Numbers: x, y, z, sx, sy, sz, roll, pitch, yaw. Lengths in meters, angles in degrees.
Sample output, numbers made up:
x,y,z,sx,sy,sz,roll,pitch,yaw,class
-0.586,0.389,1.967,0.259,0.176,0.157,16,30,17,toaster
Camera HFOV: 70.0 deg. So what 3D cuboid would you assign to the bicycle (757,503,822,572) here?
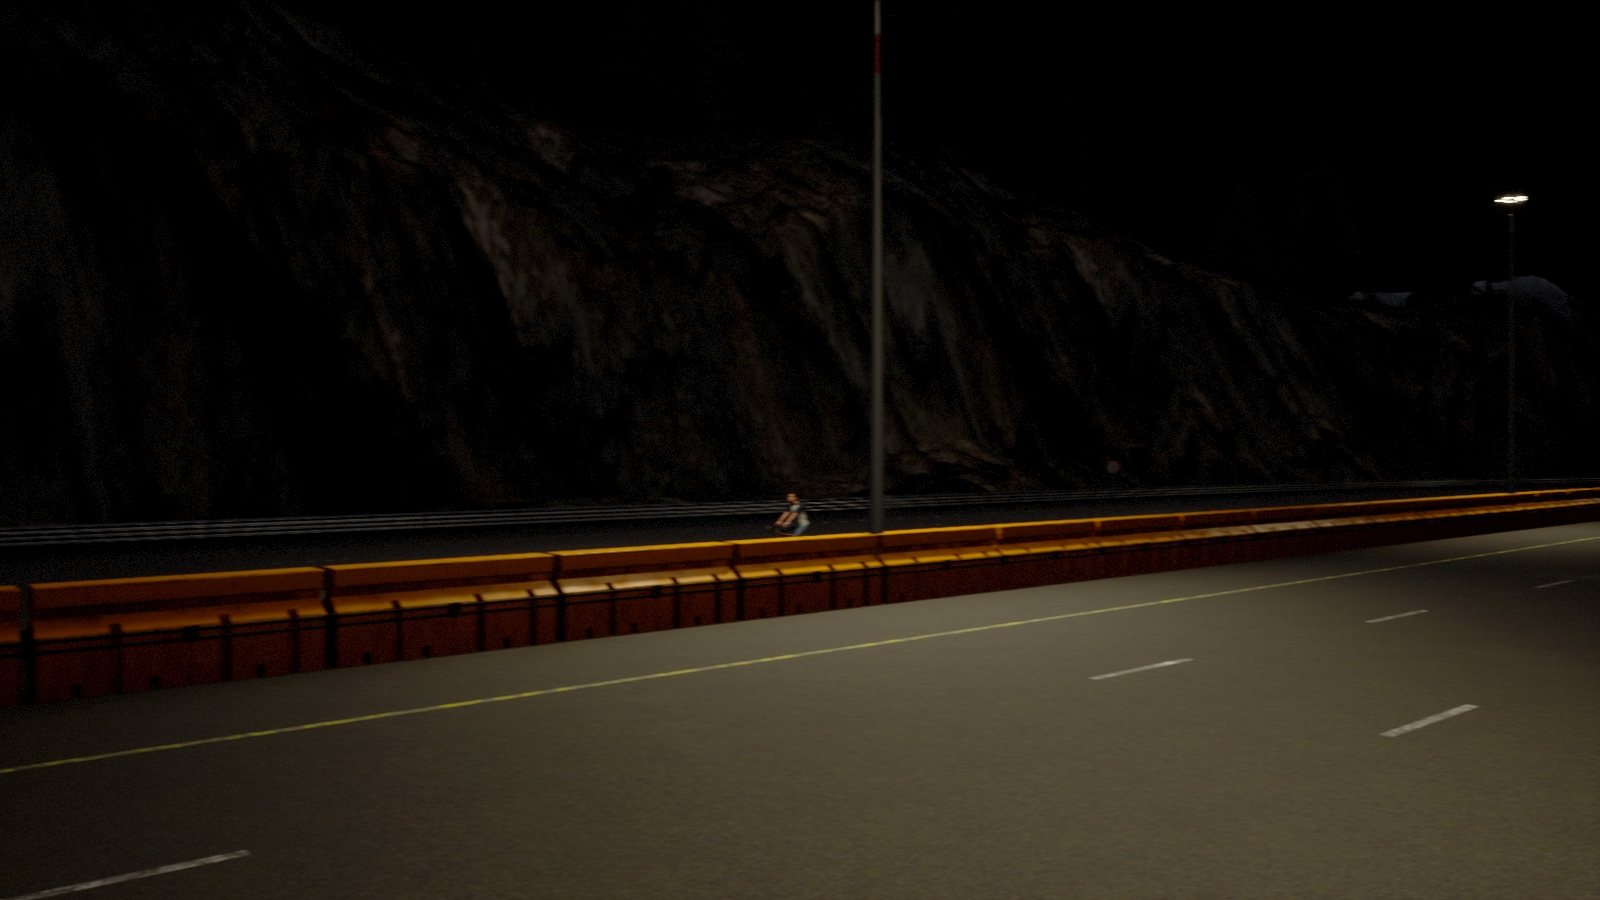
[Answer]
x,y,z,sx,sy,sz,roll,pitch,yaw,class
-0.237,2.017,26.629,1.643,1.514,0.373,0,0,-39,bicycle
